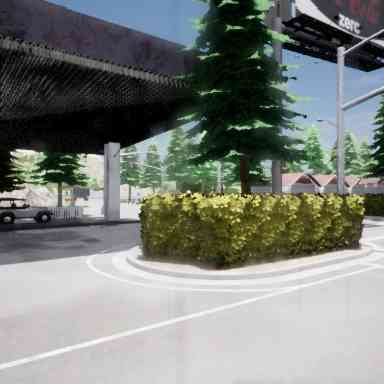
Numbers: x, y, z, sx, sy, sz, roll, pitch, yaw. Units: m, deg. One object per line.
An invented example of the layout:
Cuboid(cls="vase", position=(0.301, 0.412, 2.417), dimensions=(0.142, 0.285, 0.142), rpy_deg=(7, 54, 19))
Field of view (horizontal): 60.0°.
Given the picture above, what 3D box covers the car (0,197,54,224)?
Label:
Cuboid(cls="car", position=(-11.983, 1.313, 23.471), dimensions=(3.866, 1.878, 1.905), rpy_deg=(0, 0, -36))
